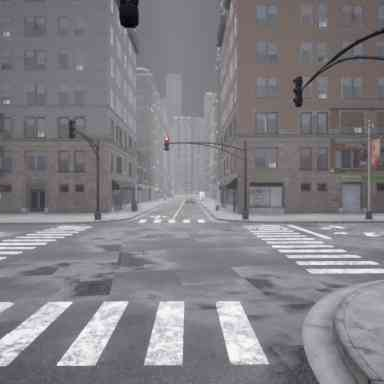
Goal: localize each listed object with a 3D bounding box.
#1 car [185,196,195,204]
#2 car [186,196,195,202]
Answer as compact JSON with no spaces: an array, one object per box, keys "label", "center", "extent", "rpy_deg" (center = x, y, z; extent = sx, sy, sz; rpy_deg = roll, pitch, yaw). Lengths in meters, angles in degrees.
[{"label":"car","center":[-0.306,1.649,63.698],"extent":[1.895,1.301,4.718],"rpy_deg":[0,0,0]},{"label":"car","center":[-0.375,1.484,73.703],"extent":[1.895,1.301,4.718],"rpy_deg":[0,0,0]}]
